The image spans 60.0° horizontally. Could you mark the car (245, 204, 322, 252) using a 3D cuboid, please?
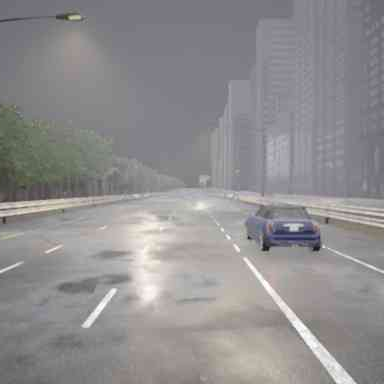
[{"bbox_3d":[3.512,1.273,13.619,2.097,1.767,4.553,0,0,0],"label":"car"}]
